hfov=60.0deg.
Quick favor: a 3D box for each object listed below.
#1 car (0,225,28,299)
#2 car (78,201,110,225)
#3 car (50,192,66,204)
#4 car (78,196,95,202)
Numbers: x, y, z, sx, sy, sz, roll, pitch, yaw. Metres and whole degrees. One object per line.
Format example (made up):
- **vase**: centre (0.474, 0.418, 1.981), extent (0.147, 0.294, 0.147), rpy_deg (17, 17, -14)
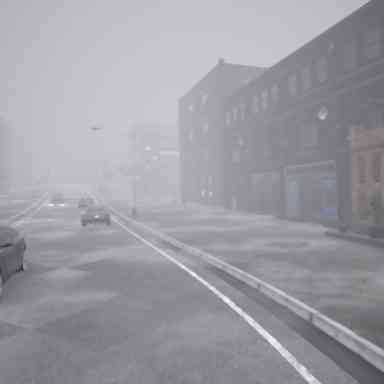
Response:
- **car**: centre (-5.373, 1.565, 8.140), extent (1.882, 1.535, 5.008), rpy_deg (-1, 0, -17)
- **car**: centre (-7.263, 1.648, 24.913), extent (1.994, 1.385, 4.181), rpy_deg (-1, 1, -19)
- **car**: centre (-19.271, 0.820, 47.851), extent (1.837, 1.490, 4.892), rpy_deg (-1, 3, -19)
- **car**: centre (-13.148, 1.215, 41.556), extent (1.994, 1.385, 4.181), rpy_deg (-1, 3, -19)
